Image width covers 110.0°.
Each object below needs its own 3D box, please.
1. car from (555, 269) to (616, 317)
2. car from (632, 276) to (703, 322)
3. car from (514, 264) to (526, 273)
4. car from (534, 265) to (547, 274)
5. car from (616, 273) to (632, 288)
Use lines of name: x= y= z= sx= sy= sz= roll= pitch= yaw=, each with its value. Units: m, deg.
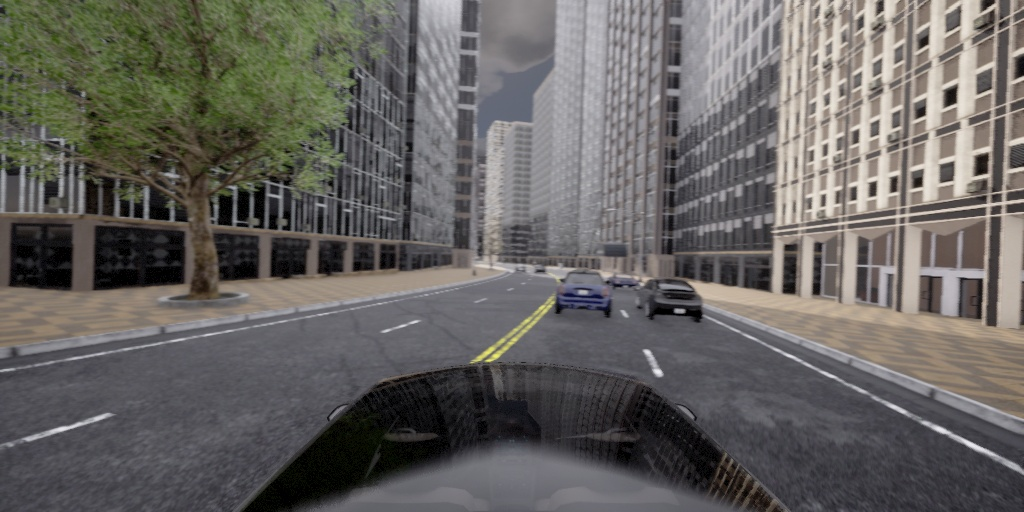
car: x=3.057 y=1.394 z=15.201 sx=2.097 sy=1.767 sz=4.553 roll=2 pitch=-1 yaw=12
car: x=6.248 y=1.665 z=14.599 sx=1.837 sy=1.490 sz=4.892 roll=2 pitch=0 yaw=12
car: x=1.457 y=2.060 z=59.737 sx=2.128 sy=1.511 sz=4.902 roll=2 pitch=-1 yaw=1
car: x=4.705 y=2.186 z=59.778 sx=1.837 sy=1.490 sz=4.892 roll=2 pitch=0 yaw=1
car: x=8.854 y=2.043 z=29.059 sx=1.895 sy=1.301 sz=4.718 roll=2 pitch=-1 yaw=9
